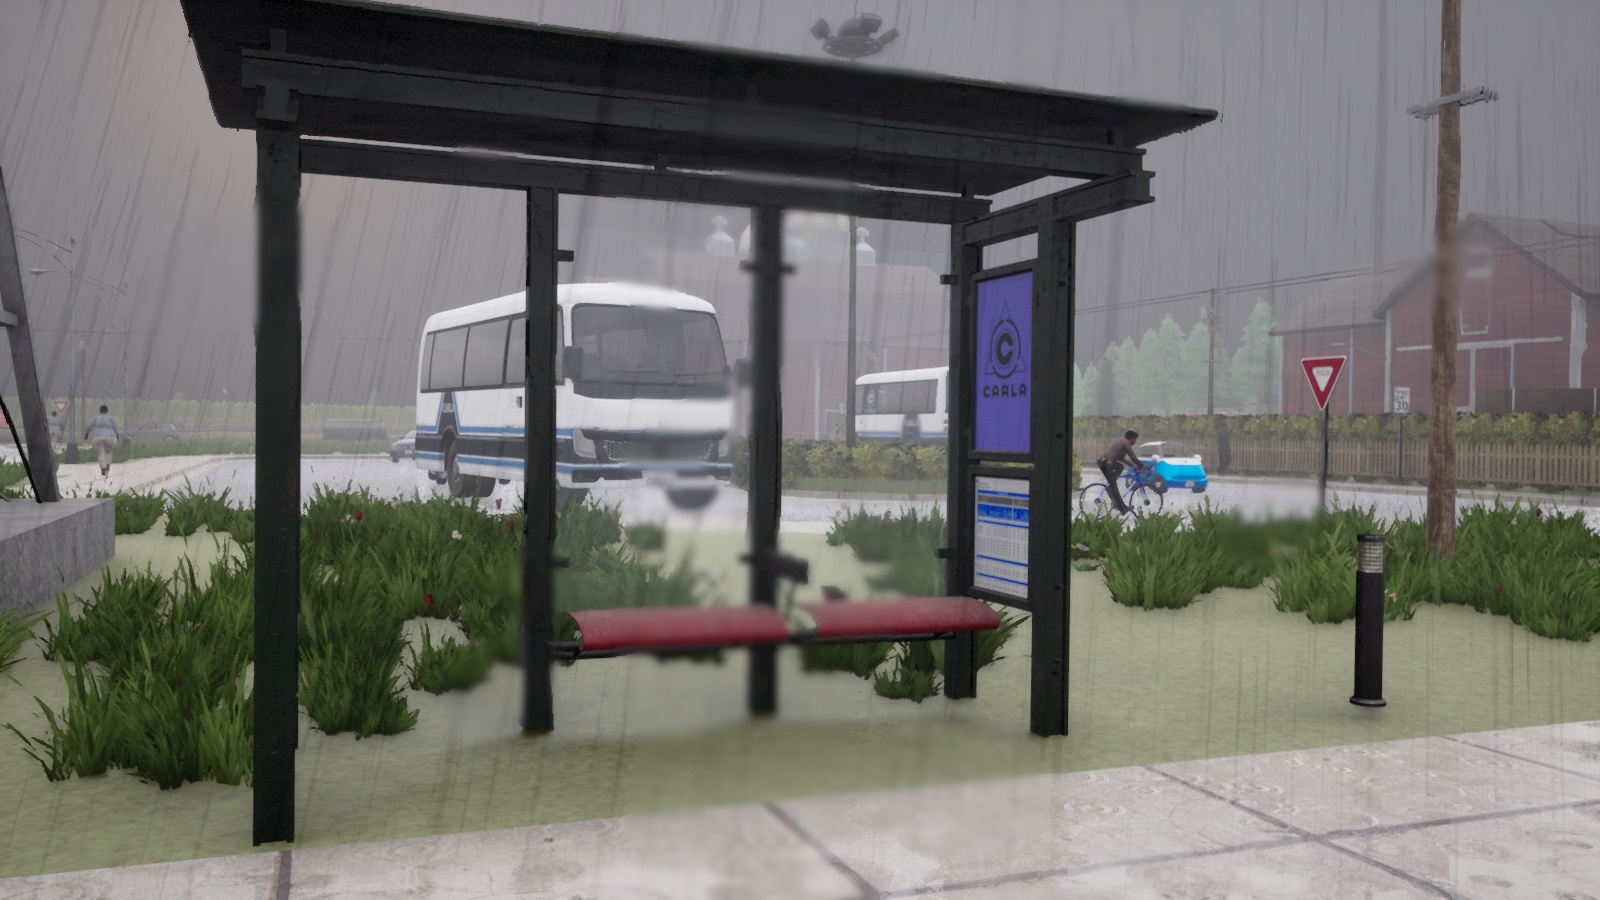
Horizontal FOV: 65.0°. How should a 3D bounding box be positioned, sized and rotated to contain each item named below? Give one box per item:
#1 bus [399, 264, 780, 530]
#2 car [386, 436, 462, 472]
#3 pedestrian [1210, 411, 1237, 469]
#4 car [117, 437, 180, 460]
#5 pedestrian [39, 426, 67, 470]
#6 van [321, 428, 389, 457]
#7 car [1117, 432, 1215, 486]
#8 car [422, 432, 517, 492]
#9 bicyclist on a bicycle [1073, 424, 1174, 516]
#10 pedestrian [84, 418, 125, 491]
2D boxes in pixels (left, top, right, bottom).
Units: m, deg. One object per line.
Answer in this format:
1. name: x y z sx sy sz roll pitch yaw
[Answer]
1. bus: -4.760 -0.934 25.468 3.944 4.253 10.273 -1 1 -32
2. car: -15.777 0.140 52.908 1.812 1.442 4.674 -1 1 0
3. pedestrian: 14.319 -0.349 42.461 0.423 1.949 0.788 -1 1 -21
4. car: -44.950 -0.128 86.722 3.633 1.501 1.845 -1 1 -21
5. pedestrian: -31.769 -0.087 53.396 0.874 1.855 0.900 -1 1 -23
6. van: -31.270 -0.541 88.254 4.442 1.987 1.775 -1 1 -21
7. car: 9.753 0.233 33.582 1.481 1.376 2.207 -1 1 -21
8. car: -9.199 0.286 34.701 2.007 1.525 4.514 -1 1 -21
9. bicyclist on a bicycle: 5.774 0.344 22.442 1.656 1.620 0.582 0 1 -13
10. pedestrian: -18.057 0.111 32.609 0.874 1.855 0.900 -1 1 -29
